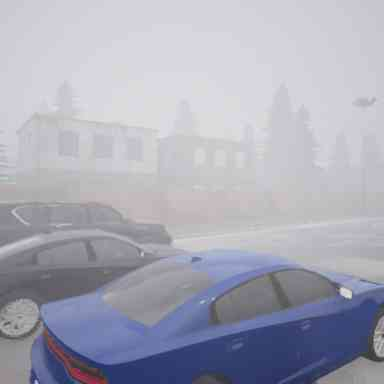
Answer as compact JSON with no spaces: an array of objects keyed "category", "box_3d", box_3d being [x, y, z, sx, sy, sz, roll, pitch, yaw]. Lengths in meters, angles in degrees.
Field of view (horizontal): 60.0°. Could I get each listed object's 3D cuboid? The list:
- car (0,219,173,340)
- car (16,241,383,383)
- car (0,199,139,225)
[{"category":"car","box_3d":[-1.988,1.492,6.629,5.008,1.535,1.882,0,0,-35]},{"category":"car","box_3d":[0.721,1.497,4.262,5.008,1.535,1.882,0,0,-36]},{"category":"car","box_3d":[-3.266,1.243,10.016,5.566,2.045,2.150,0,0,-36]}]
